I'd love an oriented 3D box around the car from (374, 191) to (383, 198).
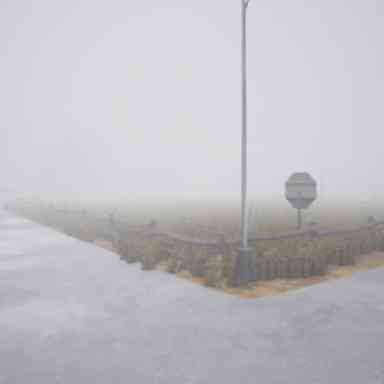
[{"bbox_3d":[44.651,0.554,76.781,2.242,1.667,4.611,-1,1,-36],"label":"car"}]
